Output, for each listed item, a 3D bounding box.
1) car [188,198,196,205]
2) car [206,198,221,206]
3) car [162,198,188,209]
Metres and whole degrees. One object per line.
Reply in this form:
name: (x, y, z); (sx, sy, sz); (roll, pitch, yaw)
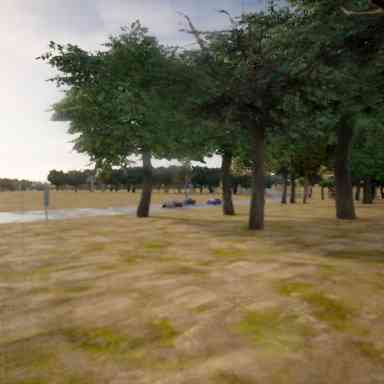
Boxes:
car: (-1.137, 1.825, 63.975); (2.033, 1.411, 5.357); (2, 1, 31)
car: (4.464, 1.926, 66.639); (1.812, 1.442, 4.674); (2, 1, 30)
car: (-3.019, 1.925, 54.059); (1.994, 1.385, 4.181); (2, 1, 32)
